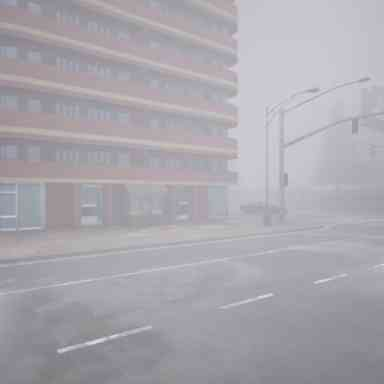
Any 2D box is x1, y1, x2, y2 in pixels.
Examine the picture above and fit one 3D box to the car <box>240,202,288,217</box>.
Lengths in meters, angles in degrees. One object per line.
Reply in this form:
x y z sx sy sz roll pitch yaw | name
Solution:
6.899 1.601 32.083 1.895 1.301 4.718 0 0 -36 | car
